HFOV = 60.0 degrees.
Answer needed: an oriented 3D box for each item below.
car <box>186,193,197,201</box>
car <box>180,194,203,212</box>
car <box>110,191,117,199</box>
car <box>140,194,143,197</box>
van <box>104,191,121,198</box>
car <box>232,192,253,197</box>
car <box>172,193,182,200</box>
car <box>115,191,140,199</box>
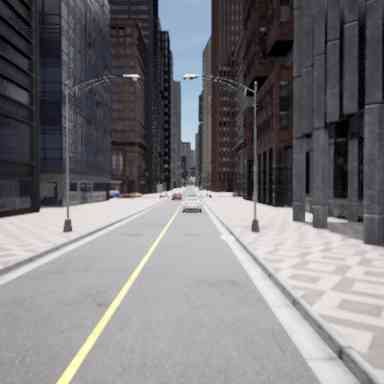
[{"bbox_3d":[-0.013,0.998,63.885,2.033,1.411,5.357,0,1,0],"label":"car"},{"bbox_3d":[0.042,1.251,34.888,1.812,1.442,4.674,0,0,0],"label":"car"},{"bbox_3d":[-20.985,0.777,79.066,5.009,1.841,2.192,-1,2,0],"label":"car"},{"bbox_3d":[-15.467,0.754,87.586,4.829,1.417,1.752,-1,2,0],"label":"car"},{"bbox_3d":[-20.979,0.625,87.590,3.998,1.788,1.690,-1,2,0],"label":"van"},{"bbox_3d":[11.667,0.678,79.012,4.313,1.339,1.947,-1,2,0],"label":"car"},{"bbox_3d":[-3.010,0.855,66.743,1.882,1.535,5.008,0,0,-3],"label":"car"},{"bbox_3d":[-15.302,0.987,79.064,4.206,1.307,1.802,-1,2,0],"label":"car"}]
